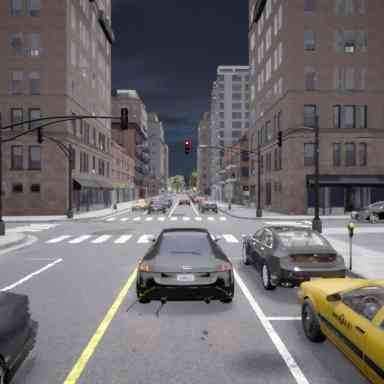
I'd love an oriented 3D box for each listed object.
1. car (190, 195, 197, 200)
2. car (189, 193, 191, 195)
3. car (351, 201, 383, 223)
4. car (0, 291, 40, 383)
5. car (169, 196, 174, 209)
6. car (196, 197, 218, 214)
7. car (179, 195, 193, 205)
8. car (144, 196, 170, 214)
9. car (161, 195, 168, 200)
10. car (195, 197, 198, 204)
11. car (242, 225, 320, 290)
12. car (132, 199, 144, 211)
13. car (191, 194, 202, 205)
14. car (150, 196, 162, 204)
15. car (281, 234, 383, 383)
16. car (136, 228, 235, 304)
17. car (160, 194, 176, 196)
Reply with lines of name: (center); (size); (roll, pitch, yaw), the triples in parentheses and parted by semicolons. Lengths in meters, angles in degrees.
car: (0.389, 1.511, 92.704); (1.752, 1.417, 4.829); (0, 0, -1)
car: (0.951, 1.307, 69.814); (2.192, 1.841, 5.009); (0, 0, -1)
car: (13.937, 1.402, 23.803); (4.902, 1.511, 2.128); (0, 0, -3)
car: (-2.780, 1.547, 1.759); (2.033, 1.411, 5.357); (0, 0, 0)
car: (-3.939, 1.562, 45.891); (1.994, 1.385, 4.181); (0, 0, -2)
car: (1.790, 1.550, 35.733); (2.008, 1.369, 4.403); (0, 0, -1)
car: (-1.290, 1.596, 58.063); (1.895, 1.301, 4.718); (0, 0, -1)
car: (-3.695, 1.504, 35.988); (1.837, 1.490, 4.892); (0, 0, -1)
car: (-7.630, 1.567, 92.330); (1.802, 1.307, 4.206); (0, 0, -1)
car: (1.650, 1.581, 41.413); (1.802, 1.307, 4.206); (0, 0, -1)
car: (2.453, 1.551, 8.866); (2.008, 1.369, 4.403); (0, 0, -1)
car: (-6.369, 1.524, 41.045); (1.752, 1.417, 4.829); (0, 0, -1)
car: (1.231, 1.435, 58.454); (1.967, 1.590, 4.097); (0, 0, -1)
car: (-6.931, 1.544, 63.933); (2.008, 1.369, 4.403); (0, 0, -1)
car: (2.586, 1.525, 3.631); (1.752, 1.417, 4.829); (0, 0, -1)
car: (-0.169, 1.564, 8.196); (1.994, 1.385, 4.181); (0, 0, -1)
car: (-4.192, 1.543, 56.256); (2.033, 1.411, 5.357); (0, 0, -2)
